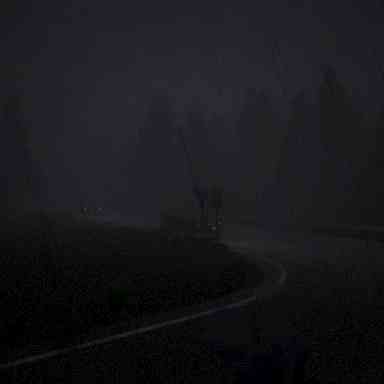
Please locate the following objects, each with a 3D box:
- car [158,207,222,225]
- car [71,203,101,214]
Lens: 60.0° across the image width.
[{"bbox_3d":[-0.241,1.668,19.551,2.128,1.511,4.902,0,0,-36],"label":"car"},{"bbox_3d":[-11.131,1.779,34.796,1.895,1.301,4.718,0,0,-35],"label":"car"}]
